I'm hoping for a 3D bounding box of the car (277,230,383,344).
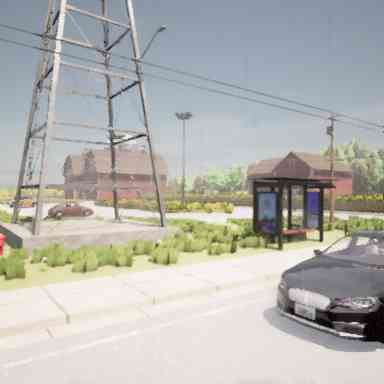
[{"bbox_3d":[3.726,1.555,6.528,4.902,1.511,2.128,0,0,-36],"label":"car"}]

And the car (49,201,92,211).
[{"bbox_3d":[-11.286,1.604,31.192,3.905,1.438,1.784,1,0,-36],"label":"car"}]

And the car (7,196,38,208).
[{"bbox_3d":[-24.703,1.390,49.230,4.605,1.855,1.932,1,0,-36],"label":"car"}]
